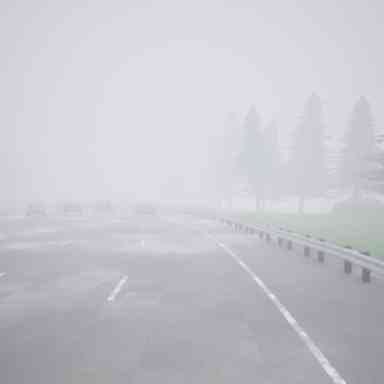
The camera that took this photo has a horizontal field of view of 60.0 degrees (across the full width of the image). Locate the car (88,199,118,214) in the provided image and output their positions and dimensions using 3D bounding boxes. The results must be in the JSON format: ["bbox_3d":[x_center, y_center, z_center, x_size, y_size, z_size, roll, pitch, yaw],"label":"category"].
[{"bbox_3d":[-10.571,1.721,39.454,2.128,1.511,4.902,0,0,-24],"label":"car"}]

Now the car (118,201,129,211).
[{"bbox_3d":[-8.841,1.858,44.124,1.895,1.301,4.718,0,0,-25],"label":"car"}]

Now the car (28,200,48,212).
[{"bbox_3d":[-20.289,1.800,43.617,2.033,1.411,5.357,0,0,-29],"label":"car"}]

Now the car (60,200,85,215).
[{"bbox_3d":[-13.497,1.695,37.424,1.882,1.535,5.008,0,0,-23],"label":"car"}]

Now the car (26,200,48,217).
[{"bbox_3d":[-15.942,1.746,34.217,2.033,1.411,5.357,0,0,-21],"label":"car"}]

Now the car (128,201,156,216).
[{"bbox_3d":[-5.131,1.768,34.894,1.994,1.385,4.181,0,0,-19],"label":"car"}]

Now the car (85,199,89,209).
[{"bbox_3d":[-15.173,1.809,48.735,1.812,1.442,4.674,0,0,-29],"label":"car"}]

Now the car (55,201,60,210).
[{"bbox_3d":[-17.968,1.871,46.616,1.895,1.301,4.718,0,0,-30],"label":"car"}]
